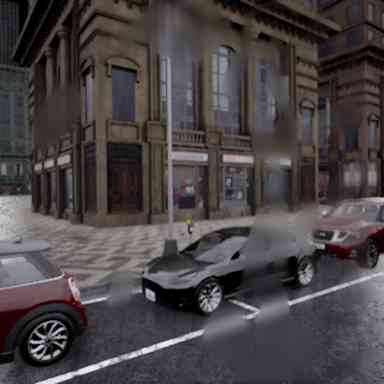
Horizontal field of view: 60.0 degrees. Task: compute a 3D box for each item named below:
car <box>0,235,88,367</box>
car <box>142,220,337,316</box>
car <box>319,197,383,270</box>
[{"bbox_3d":[-3.559,1.451,4.111,4.097,1.590,1.967,-1,1,-35],"label":"car"},{"bbox_3d":[1.011,1.477,7.353,4.313,1.339,1.947,-1,1,-35],"label":"car"},{"bbox_3d":[5.576,1.126,10.589,5.009,1.841,2.192,-1,1,-35],"label":"car"}]
